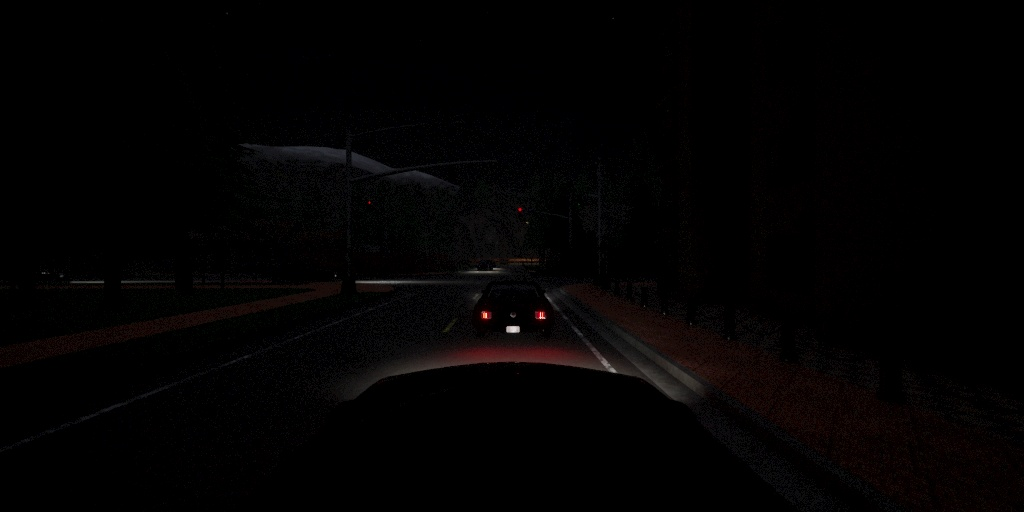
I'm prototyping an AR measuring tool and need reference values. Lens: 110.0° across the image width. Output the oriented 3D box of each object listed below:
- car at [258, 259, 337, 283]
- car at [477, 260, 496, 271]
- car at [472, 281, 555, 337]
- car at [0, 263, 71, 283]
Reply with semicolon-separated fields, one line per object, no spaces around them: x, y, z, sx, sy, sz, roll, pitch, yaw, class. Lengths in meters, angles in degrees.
-15.865;1.227;27.153;4.902;1.511;2.128;0;0;-2;car
-3.691;1.228;49.830;1.882;1.535;5.008;0;0;0;car
0.042;1.351;10.230;1.895;1.301;4.718;0;0;0;car
-36.010;1.227;26.638;4.902;1.511;2.128;0;0;-2;car
